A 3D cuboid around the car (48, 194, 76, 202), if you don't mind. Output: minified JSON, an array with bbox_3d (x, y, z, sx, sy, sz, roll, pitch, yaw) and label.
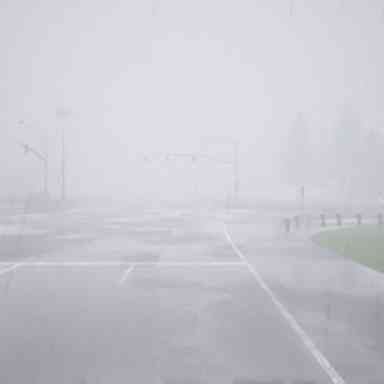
[{"bbox_3d":[-21.259,1.376,54.648,1.895,1.301,4.718,0,0,0],"label":"car"}]

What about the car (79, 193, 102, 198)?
[{"bbox_3d":[-21.267,1.246,69.804,2.033,1.411,5.357,0,0,0],"label":"car"}]

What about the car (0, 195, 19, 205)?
[{"bbox_3d":[-28.253,1.279,52.380,2.128,1.511,4.902,0,0,0],"label":"car"}]

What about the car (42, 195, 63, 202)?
[{"bbox_3d":[-28.240,1.255,67.733,2.033,1.411,5.357,0,0,0],"label":"car"}]

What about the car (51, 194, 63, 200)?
[{"bbox_3d":[-32.935,1.249,81.247,1.895,1.301,4.718,0,0,-11],"label":"car"}]

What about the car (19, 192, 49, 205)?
[{"bbox_3d":[-24.756,1.005,53.252,2.150,2.045,5.566,0,0,0],"label":"car"}]

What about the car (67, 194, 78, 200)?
[{"bbox_3d":[-29.782,1.145,83.231,1.837,1.490,4.892,0,0,-11],"label":"car"}]

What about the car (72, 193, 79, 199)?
[{"bbox_3d":[-24.755,1.235,69.089,2.128,1.511,4.902,0,0,0],"label":"car"}]

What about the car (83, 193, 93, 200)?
[{"bbox_3d":[-26.474,1.117,84.471,1.882,1.535,5.008,0,0,-11],"label":"car"}]

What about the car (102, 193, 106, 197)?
[{"bbox_3d":[-23.079,1.113,85.310,1.882,1.535,5.008,0,0,-11],"label":"car"}]

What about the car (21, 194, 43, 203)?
[{"bbox_3d":[-31.733,1.248,66.120,2.128,1.511,4.902,0,0,0],"label":"car"}]
